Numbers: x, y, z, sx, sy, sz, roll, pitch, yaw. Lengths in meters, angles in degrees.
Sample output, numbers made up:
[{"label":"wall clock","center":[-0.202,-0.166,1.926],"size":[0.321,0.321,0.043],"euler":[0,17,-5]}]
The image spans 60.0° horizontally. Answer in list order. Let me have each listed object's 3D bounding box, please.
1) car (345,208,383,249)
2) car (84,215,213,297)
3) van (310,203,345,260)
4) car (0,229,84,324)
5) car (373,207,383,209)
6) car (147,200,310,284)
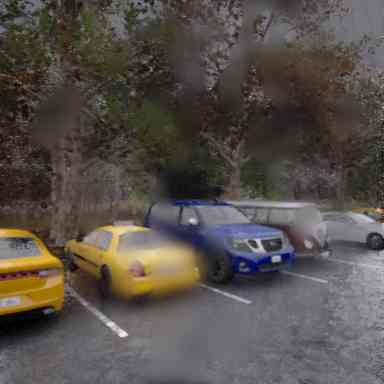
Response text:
[{"label":"car","center":[7.228,1.616,15.248],"size":[2.002,1.452,4.674],"euler":[0,0,-36]},{"label":"car","center":[-1.938,1.535,8.915],"size":[1.946,1.575,5.366],"euler":[0,0,-36]},{"label":"van","center":[2.768,1.330,11.912],"size":[1.878,1.987,4.442],"euler":[0,0,-36]},{"label":"car","center":[-4.193,1.527,7.068],"size":[2.097,1.535,5.008],"euler":[0,0,-36]},{"label":"car","center":[9.492,1.585,16.871],"size":[2.097,1.535,5.008],"euler":[0,0,-36]},{"label":"car","center":[0.451,1.296,10.363],"size":[2.435,2.045,5.566],"euler":[0,0,-36]}]
